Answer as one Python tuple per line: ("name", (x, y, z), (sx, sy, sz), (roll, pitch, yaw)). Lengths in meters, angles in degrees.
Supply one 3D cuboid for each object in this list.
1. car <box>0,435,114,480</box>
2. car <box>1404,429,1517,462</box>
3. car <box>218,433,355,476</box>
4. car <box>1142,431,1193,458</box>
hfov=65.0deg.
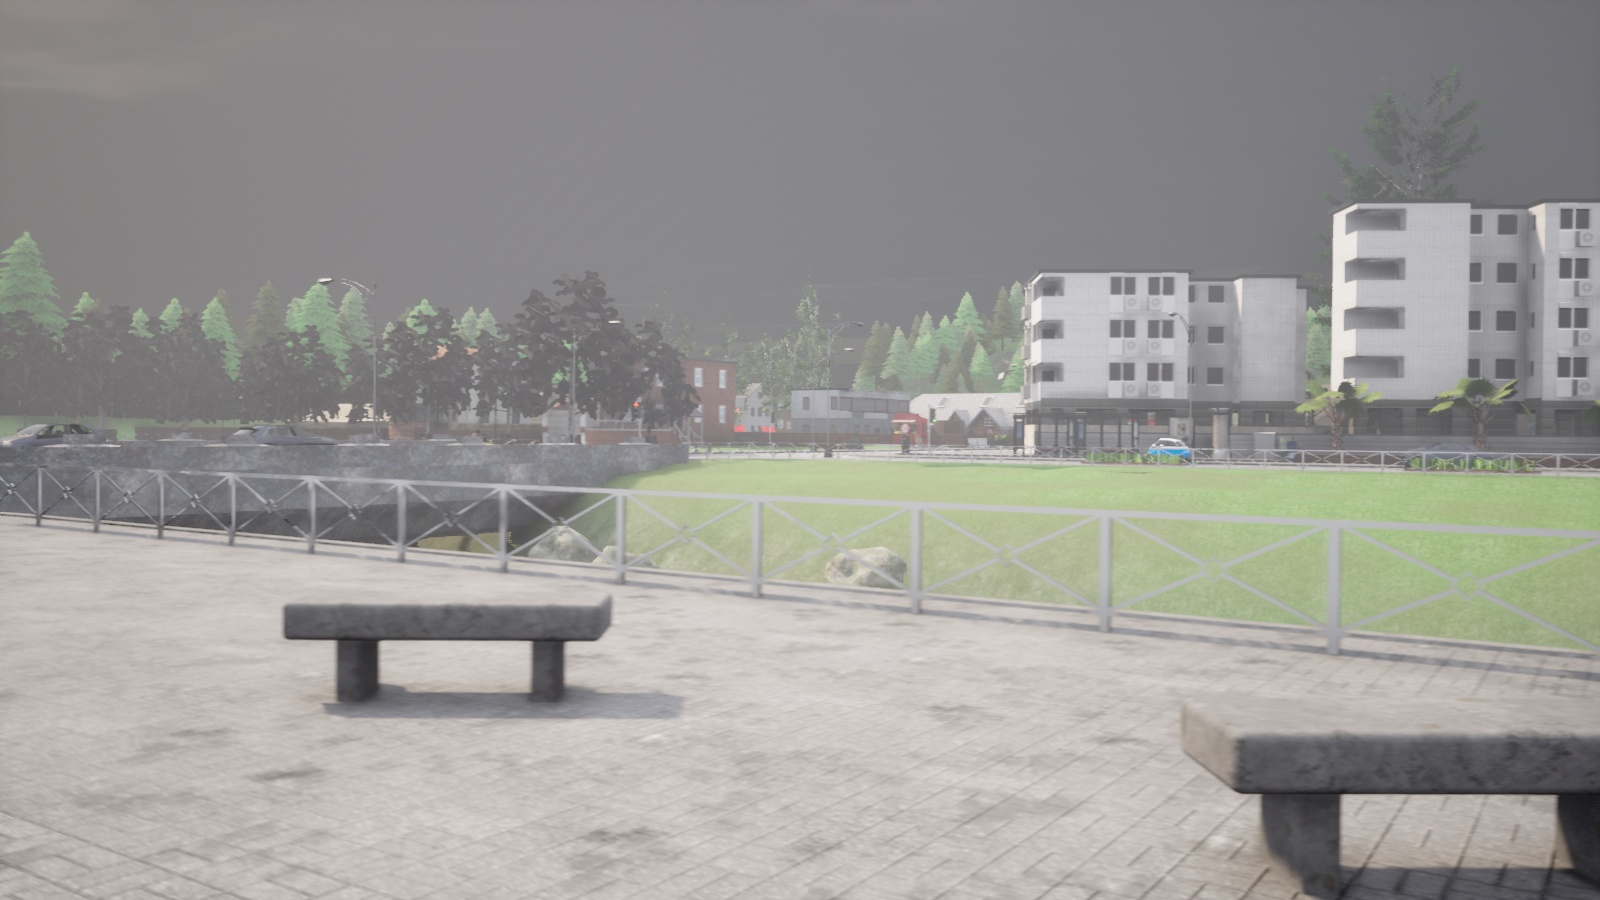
("car", (-28.356, 0.250, 47.293), (1.851, 1.617, 3.988), (0, 1, 34))
("car", (28.639, -0.207, 54.475), (4.181, 1.385, 1.994), (0, 1, 34))
("car", (-20.898, 0.159, 51.305), (2.033, 1.649, 4.856), (0, 1, 34))
("car", (19.197, -0.279, 65.542), (2.207, 1.376, 1.481), (0, 1, 34))
